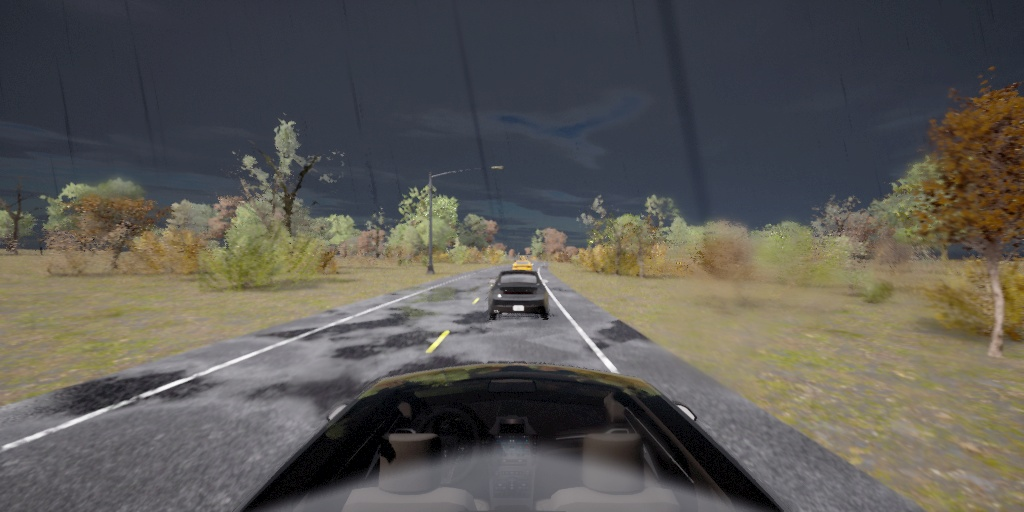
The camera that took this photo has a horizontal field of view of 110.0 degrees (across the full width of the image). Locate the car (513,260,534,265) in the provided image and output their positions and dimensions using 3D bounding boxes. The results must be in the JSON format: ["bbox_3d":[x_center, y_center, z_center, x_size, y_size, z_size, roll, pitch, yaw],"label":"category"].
[{"bbox_3d":[1.061,1.166,35.010,1.882,1.535,5.008,0,0,3],"label":"car"}]

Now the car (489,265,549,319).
[{"bbox_3d":[0.234,1.228,12.591,1.837,1.490,4.892,0,0,1],"label":"car"}]
